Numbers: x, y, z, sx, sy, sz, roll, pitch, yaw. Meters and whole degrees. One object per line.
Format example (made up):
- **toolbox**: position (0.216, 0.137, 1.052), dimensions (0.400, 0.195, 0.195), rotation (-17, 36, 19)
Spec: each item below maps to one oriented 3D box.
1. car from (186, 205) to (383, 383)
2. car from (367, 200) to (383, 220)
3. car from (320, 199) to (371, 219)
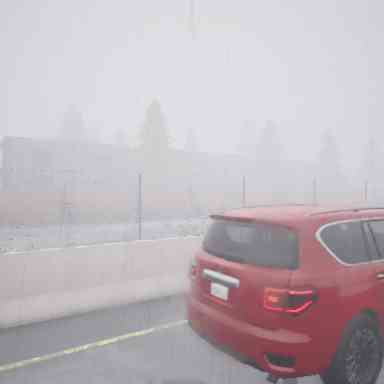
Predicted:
- **car**: position (2.536, 1.224, 5.337), dimensions (5.566, 2.045, 2.150), rotation (0, 0, -34)
- **car**: position (17.184, 1.494, 28.115), dimensions (4.902, 1.511, 2.128), rotation (0, 0, -34)
- **car**: position (13.954, 1.480, 30.154), dimensions (5.008, 1.535, 1.882), rotation (0, 0, -34)
